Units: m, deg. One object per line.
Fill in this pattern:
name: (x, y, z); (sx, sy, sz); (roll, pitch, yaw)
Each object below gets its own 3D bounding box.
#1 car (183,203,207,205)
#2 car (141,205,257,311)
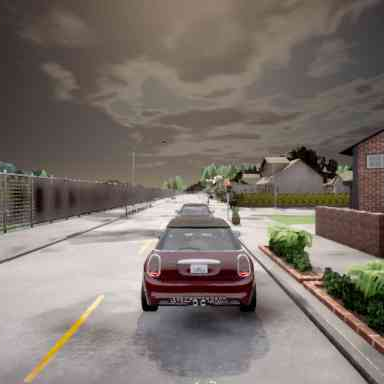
car: (0.163, 1.352, 17.590); (2.097, 1.767, 4.553); (0, 0, 0)
car: (0.125, 1.352, 7.893); (2.097, 1.767, 4.553); (0, 0, 0)
